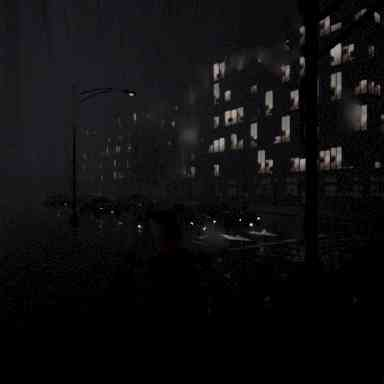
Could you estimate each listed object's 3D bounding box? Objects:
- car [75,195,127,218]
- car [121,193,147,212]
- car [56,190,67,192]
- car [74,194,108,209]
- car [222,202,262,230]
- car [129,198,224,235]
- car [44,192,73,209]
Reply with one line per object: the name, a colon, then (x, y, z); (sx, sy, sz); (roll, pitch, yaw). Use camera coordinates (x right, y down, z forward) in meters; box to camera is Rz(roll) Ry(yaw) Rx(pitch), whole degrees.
car: (-7.043, 1.092, 25.294); (1.812, 1.442, 4.674); (0, 1, -38)
car: (-4.613, 0.910, 27.468); (2.097, 1.767, 4.553); (0, 1, -38)
car: (-25.406, 0.298, 64.824); (1.812, 1.442, 4.674); (0, 1, -38)
car: (-10.810, 0.975, 35.360); (1.895, 1.301, 4.718); (0, 1, -38)
car: (1.576, 1.288, 19.667); (2.033, 1.411, 5.357); (0, 1, -36)
car: (-1.030, 1.291, 17.668); (2.033, 1.411, 5.357); (0, 1, -38)
car: (-13.242, 0.946, 33.193); (1.994, 1.385, 4.181); (0, 1, -38)
